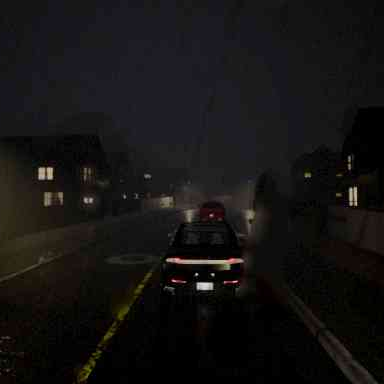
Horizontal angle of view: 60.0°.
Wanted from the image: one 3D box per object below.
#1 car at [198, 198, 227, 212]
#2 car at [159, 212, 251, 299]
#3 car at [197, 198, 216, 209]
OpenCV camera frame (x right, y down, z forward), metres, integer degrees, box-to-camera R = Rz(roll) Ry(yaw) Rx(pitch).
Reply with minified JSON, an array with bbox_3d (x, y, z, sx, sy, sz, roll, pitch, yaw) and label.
[{"bbox_3d":[1.644,1.478,25.554,1.882,1.535,5.008,0,0,6],"label":"car"},{"bbox_3d":[0.341,1.496,8.459,2.128,1.511,4.902,0,0,3],"label":"car"},{"bbox_3d":[2.095,1.592,47.213,1.994,1.385,4.181,0,0,12],"label":"car"}]
